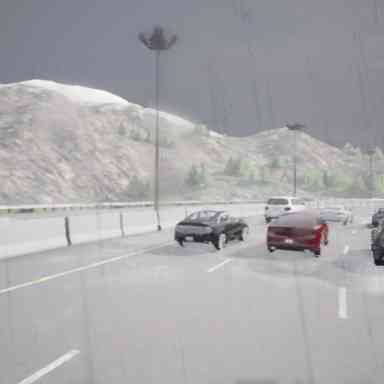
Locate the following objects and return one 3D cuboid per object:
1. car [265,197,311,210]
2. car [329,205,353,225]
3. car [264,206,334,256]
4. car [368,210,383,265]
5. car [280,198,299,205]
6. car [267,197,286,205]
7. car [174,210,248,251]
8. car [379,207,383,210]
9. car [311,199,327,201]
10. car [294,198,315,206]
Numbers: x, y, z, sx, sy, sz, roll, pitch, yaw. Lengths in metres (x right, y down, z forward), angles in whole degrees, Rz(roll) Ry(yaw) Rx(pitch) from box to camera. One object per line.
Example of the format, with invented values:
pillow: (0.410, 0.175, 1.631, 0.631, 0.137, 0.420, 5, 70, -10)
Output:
car: (7.553, 1.393, 26.546, 2.150, 2.045, 5.566, 0, 0, 32)
car: (11.267, 1.726, 25.841, 1.812, 1.442, 4.674, 0, 0, 33)
car: (4.522, 1.569, 13.763, 1.882, 1.535, 5.008, 0, 0, 27)
car: (7.349, 1.618, 11.622, 1.837, 1.490, 4.892, 0, 0, 27)
car: (20.832, 2.053, 70.729, 4.718, 1.301, 1.895, 1, 0, -45)
car: (18.606, 1.947, 73.439, 4.892, 1.490, 1.837, 1, 0, -45)
car: (1.022, 1.555, 14.623, 2.128, 1.511, 4.902, 0, 0, 27)
car: (14.038, 1.784, 23.684, 1.994, 1.385, 4.181, 0, 0, 33)
car: (25.334, 2.076, 65.347, 4.718, 1.301, 1.895, 1, 0, -45)
car: (23.107, 1.994, 68.056, 4.902, 1.511, 2.128, 1, 0, -45)
